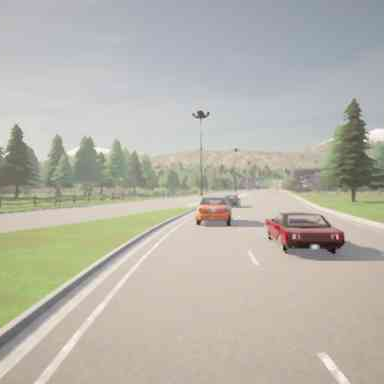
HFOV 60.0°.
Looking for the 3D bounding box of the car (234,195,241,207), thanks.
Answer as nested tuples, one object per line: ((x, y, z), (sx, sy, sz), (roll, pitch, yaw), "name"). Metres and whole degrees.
((4.798, 1.021, 40.149), (2.033, 1.411, 5.357), (0, 1, 14), "car")

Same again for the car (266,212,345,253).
((4.034, 1.416, 12.730), (1.895, 1.301, 4.718), (0, 1, 4), "car")

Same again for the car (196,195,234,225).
((1.501, 1.074, 21.647), (2.097, 1.767, 4.553), (0, 1, 7), "car")
